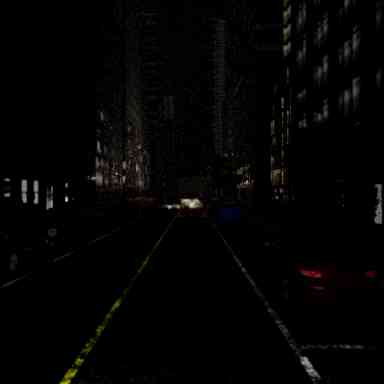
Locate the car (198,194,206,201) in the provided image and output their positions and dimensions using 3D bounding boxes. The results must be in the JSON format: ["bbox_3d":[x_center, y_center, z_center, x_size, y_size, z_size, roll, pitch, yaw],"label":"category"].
[{"bbox_3d":[2.698,1.421,87.542,1.967,1.590,4.097,0,0,0],"label":"car"}]

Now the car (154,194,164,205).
[{"bbox_3d":[-5.686,1.563,59.084,2.008,1.369,4.403,0,0,0],"label":"car"}]

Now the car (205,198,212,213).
[{"bbox_3d":[2.693,1.594,36.310,1.802,1.307,4.206,0,0,0],"label":"car"}]

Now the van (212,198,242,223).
[{"bbox_3d":[2.692,1.351,24.926,1.690,1.788,3.998,0,0,0],"label":"van"}]

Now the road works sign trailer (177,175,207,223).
[{"bbox_3d":[0.002,0.475,25.945,2.380,3.560,2.880,0,0,0],"label":"road works sign trailer"}]

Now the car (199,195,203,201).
[{"bbox_3d":[2.696,1.560,64.772,2.008,1.369,4.403,0,0,0],"label":"car"}]

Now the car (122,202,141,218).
[{"bbox_3d":[-5.689,1.593,30.621,1.802,1.307,4.206,0,0,0],"label":"car"}]

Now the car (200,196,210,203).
[{"bbox_3d":[2.696,1.555,70.465,2.008,1.369,4.403,0,0,0],"label":"car"}]

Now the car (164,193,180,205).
[{"bbox_3d":[-3.050,1.234,57.725,2.150,2.045,5.566,0,0,1],"label":"car"}]

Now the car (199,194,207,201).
[{"bbox_3d":[2.698,1.429,81.850,1.967,1.590,4.097,0,0,0],"label":"car"}]

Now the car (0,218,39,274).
[{"bbox_3d":[-5.691,1.557,7.851,2.008,1.369,4.403,0,0,0],"label":"car"}]

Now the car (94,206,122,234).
[{"bbox_3d":[-5.690,1.560,19.237,2.008,1.369,4.403,0,0,0],"label":"car"}]

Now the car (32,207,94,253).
[{"bbox_3d":[-5.690,1.449,13.545,1.967,1.590,4.097,0,0,0],"label":"car"}]

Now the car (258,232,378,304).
[{"bbox_3d":[2.690,1.589,7.849,1.802,1.307,4.206,0,0,0],"label":"car"}]

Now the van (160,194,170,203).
[{"bbox_3d":[-5.684,1.345,70.469,1.690,1.788,3.998,0,0,0],"label":"van"}]

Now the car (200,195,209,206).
[{"bbox_3d":[2.695,1.595,53.388,1.802,1.307,4.206,0,0,0],"label":"car"}]
